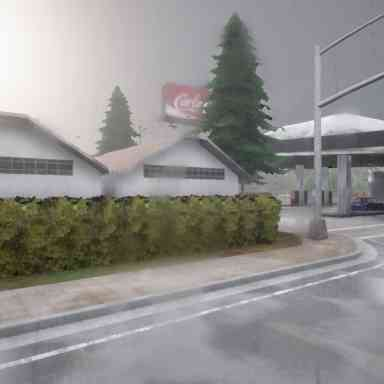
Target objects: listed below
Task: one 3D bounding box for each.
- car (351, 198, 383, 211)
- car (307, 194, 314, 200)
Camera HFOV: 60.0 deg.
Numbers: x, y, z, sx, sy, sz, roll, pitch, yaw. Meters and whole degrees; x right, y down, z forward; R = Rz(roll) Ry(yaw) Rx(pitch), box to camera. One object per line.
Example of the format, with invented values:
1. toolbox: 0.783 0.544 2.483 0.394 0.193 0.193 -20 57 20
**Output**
1. car: 20.748 1.480 39.301 4.611 1.667 2.242 0 0 -36
2. car: 31.771 1.330 88.805 2.152 1.636 5.027 0 0 -36
